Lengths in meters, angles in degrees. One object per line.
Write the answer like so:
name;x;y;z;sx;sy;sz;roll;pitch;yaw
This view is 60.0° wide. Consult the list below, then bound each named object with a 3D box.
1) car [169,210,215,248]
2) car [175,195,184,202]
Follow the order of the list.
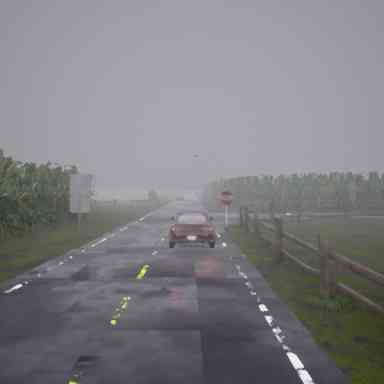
car;0.000;1.528;14.651;1.812;1.442;4.674;0;0;0
car;-2.750;1.470;76.486;1.994;1.385;4.181;0;0;0
